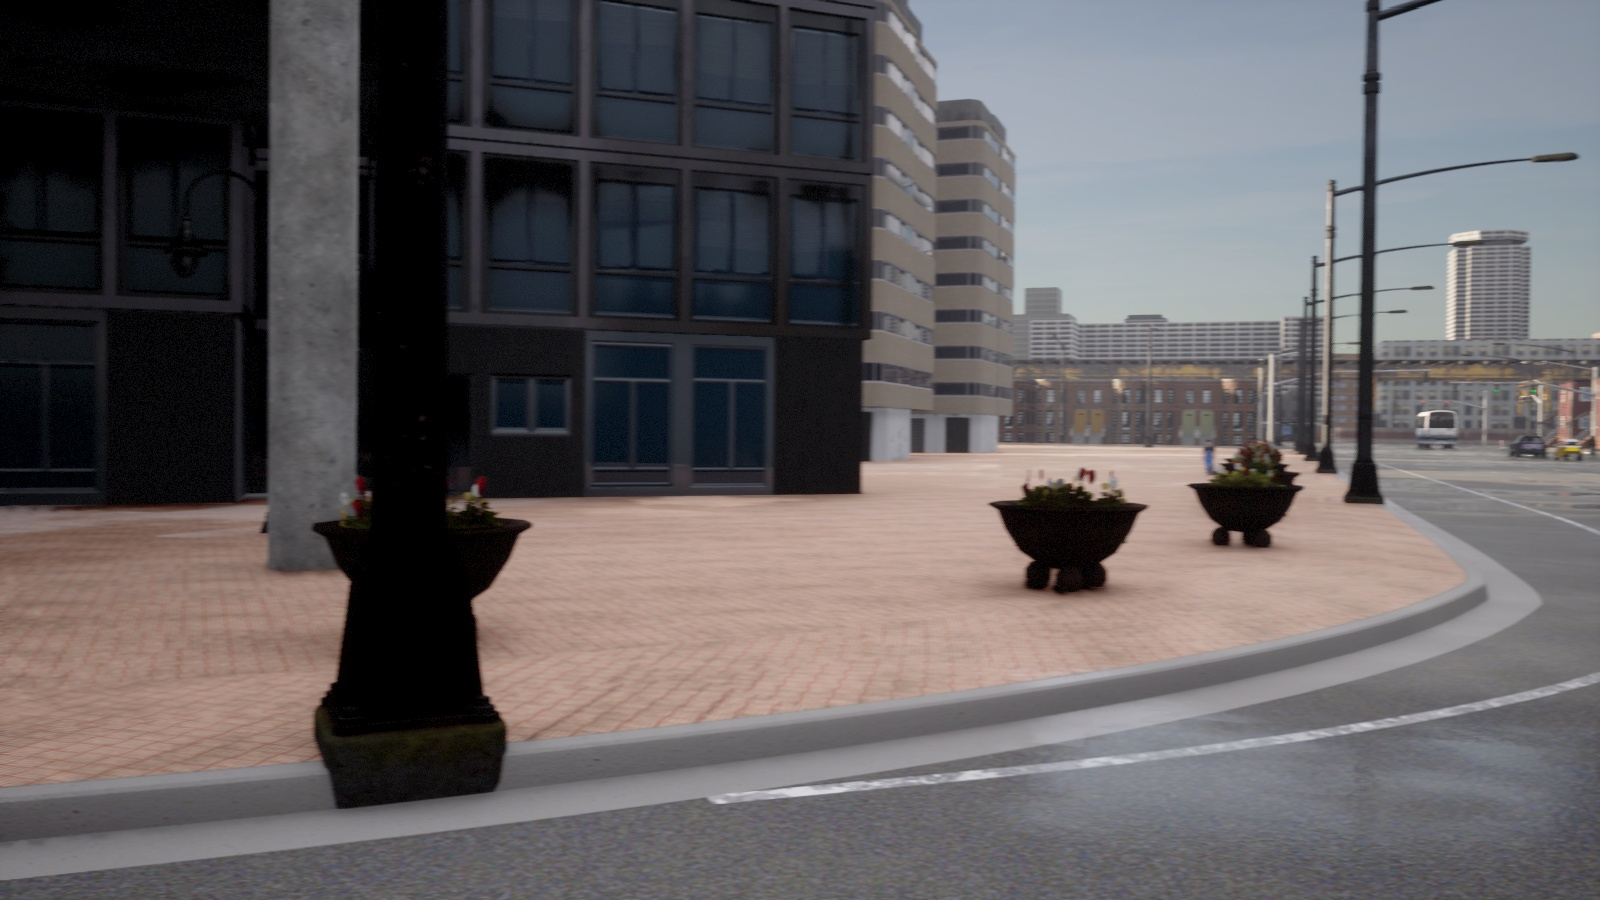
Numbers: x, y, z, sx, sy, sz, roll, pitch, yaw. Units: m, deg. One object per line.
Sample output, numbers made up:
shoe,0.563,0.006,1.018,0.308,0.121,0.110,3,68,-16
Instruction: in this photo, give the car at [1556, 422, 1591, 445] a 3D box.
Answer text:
car,48.340,-1.043,78.536,1.481,1.376,2.207,0,1,21

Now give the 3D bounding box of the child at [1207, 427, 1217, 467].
child,13.268,-0.096,40.392,0.270,1.263,0.437,0,1,22
